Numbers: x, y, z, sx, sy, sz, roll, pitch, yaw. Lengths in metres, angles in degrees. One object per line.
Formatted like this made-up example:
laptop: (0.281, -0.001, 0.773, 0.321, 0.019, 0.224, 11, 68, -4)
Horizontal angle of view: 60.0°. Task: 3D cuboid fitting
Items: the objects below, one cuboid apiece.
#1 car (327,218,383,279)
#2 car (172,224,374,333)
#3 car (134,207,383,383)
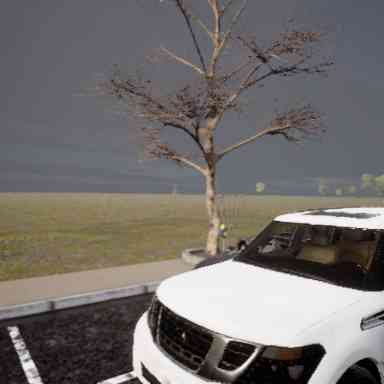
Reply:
car: (6.568, 1.659, 10.774, 4.403, 1.369, 2.008, 1, 0, -35)
car: (1.965, 1.606, 7.490, 4.403, 1.369, 2.008, 1, 0, -35)
car: (2.047, 1.260, 4.421, 5.566, 2.045, 2.150, 1, 0, -36)
